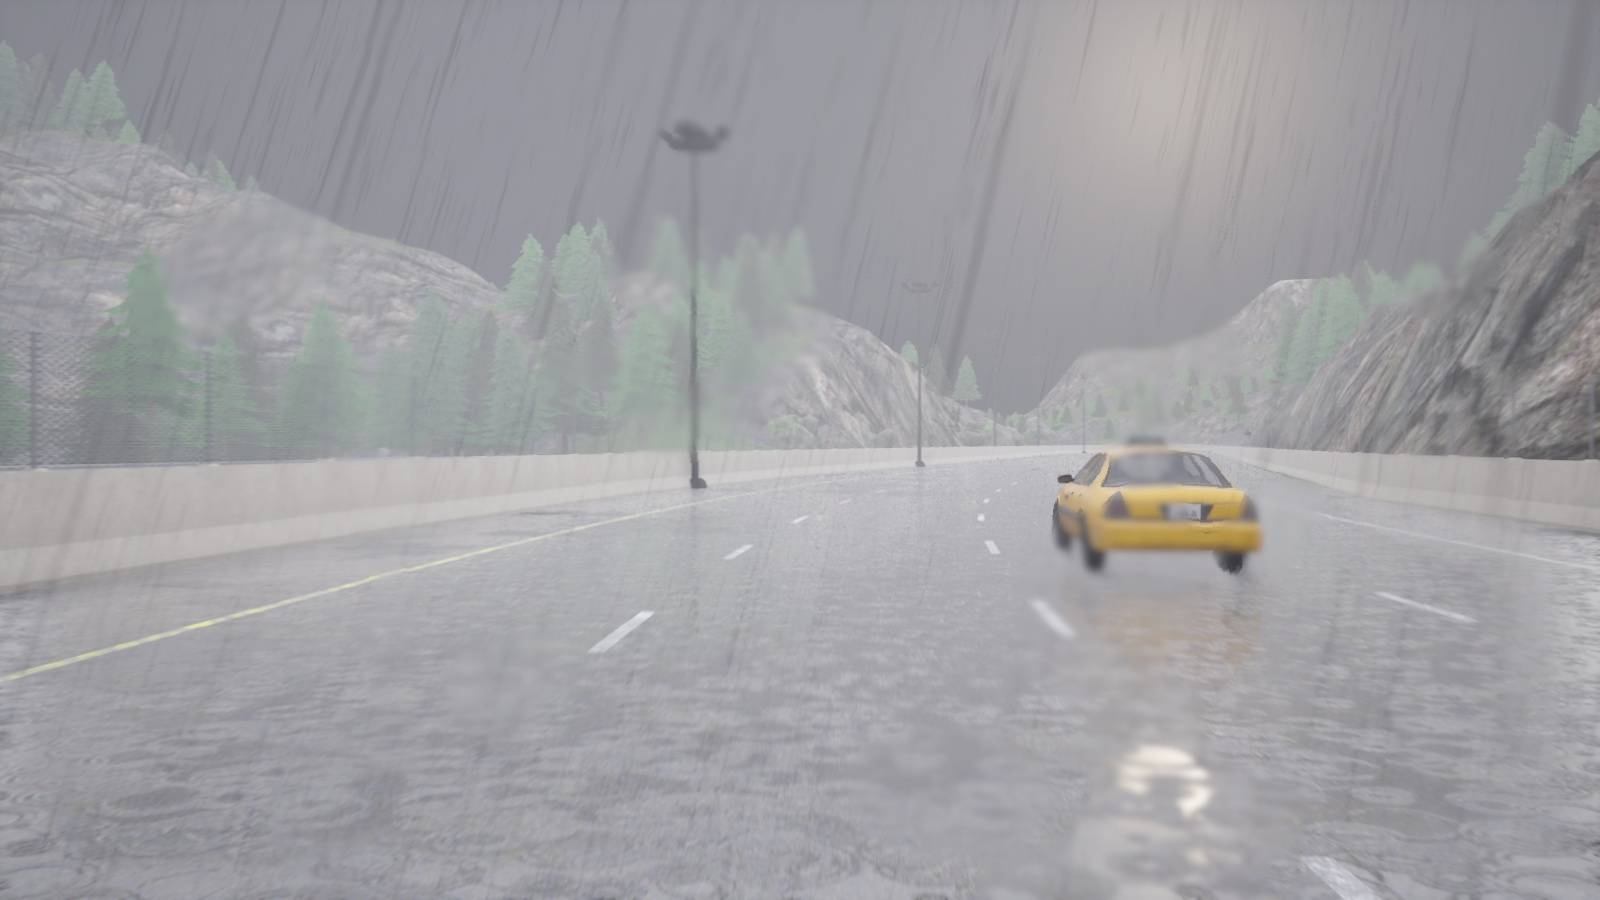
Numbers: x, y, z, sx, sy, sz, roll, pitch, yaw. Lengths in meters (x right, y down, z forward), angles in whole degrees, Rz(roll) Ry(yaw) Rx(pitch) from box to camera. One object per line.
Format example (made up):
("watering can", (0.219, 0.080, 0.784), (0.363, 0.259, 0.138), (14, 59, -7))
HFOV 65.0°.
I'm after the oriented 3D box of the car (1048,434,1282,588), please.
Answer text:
("car", (4.289, 0.610, 15.646), (1.801, 1.575, 5.366), (0, 0, 5))
